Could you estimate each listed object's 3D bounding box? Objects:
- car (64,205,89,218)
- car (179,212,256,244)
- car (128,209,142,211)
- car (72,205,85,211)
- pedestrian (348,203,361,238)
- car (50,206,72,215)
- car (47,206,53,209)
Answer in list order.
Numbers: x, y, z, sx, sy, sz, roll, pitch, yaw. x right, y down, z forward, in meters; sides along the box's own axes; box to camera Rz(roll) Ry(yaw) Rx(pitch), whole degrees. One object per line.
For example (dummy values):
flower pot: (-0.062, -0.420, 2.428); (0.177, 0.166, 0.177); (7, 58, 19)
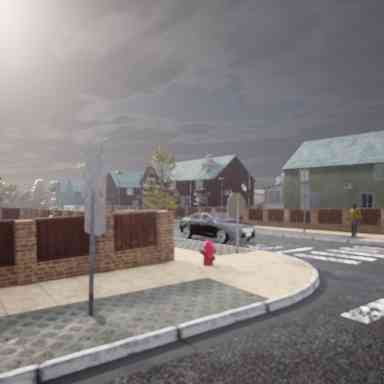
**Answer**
car: (-16.501, 2.692, 47.234); (2.097, 1.767, 4.553); (2, -3, -36)
car: (1.227, 1.816, 17.746); (2.128, 1.511, 4.902); (2, -2, -37)
car: (-4.324, 2.077, 25.377); (2.128, 1.511, 4.902); (2, -2, -36)
car: (-9.949, 2.205, 33.170); (2.097, 1.767, 4.553); (1, -2, -36)
pedestrian: (8.553, 1.468, 17.594); (0.375, 1.860, 0.375); (0, 0, -36)
car: (-15.631, 2.726, 41.059); (1.895, 1.301, 4.718); (1, -2, -35)
car: (-23.499, 3.180, 56.890); (1.837, 1.490, 4.892); (2, -3, -36)
